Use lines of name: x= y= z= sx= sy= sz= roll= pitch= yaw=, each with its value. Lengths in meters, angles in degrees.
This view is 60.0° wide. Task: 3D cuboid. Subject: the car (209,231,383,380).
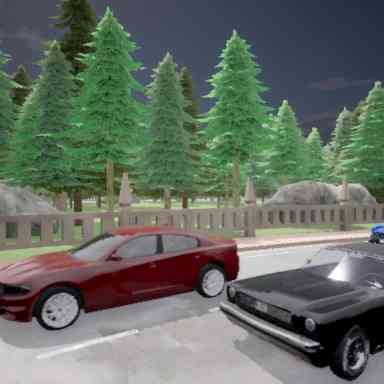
car: x=2.807 y=1.601 z=5.526 sx=4.718 sy=1.301 sz=1.895 roll=0 pitch=0 yaw=-31

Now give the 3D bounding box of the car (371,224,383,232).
car: x=9.134 y=1.478 z=12.673 sx=5.008 sy=1.535 sz=1.882 roll=0 pitch=0 yaw=-20

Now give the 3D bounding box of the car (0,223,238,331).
car: x=-1.262 y=1.478 z=7.008 sx=5.008 sy=1.535 sz=1.882 roll=0 pitch=0 yaw=-32
